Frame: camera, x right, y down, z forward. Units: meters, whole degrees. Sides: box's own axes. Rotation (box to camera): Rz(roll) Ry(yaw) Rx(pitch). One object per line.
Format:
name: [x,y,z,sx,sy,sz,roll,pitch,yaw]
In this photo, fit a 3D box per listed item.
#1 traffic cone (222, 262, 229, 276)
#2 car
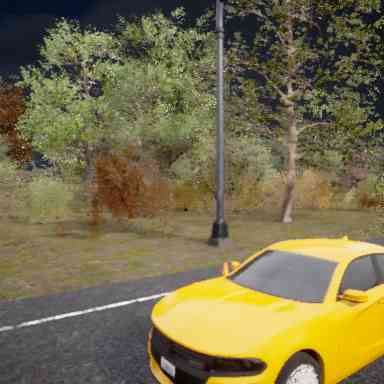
traffic cone: [0.797,1.947,7.843,0.340,0.580,0.340,0,0,-36]
car: [1.774,1.470,4.806,5.008,1.535,1.882,0,0,-36]
